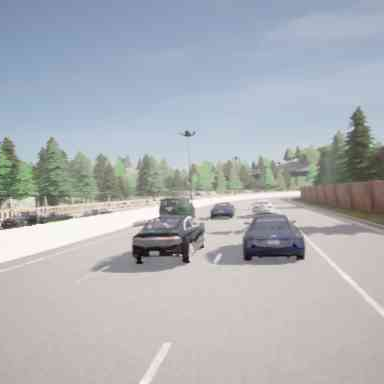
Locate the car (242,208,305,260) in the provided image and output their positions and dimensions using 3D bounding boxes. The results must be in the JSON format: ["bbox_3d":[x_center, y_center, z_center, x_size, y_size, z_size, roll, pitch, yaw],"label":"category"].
[{"bbox_3d":[2.868,1.498,12.111,1.994,1.385,4.181,-3,0,11],"label":"car"}]

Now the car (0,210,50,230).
[{"bbox_3d":[-15.140,2.521,30.238,1.994,1.385,4.181,-3,0,11],"label":"car"}]

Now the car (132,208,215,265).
[{"bbox_3d":[-0.664,1.605,12.285,2.128,1.511,4.902,-3,0,11],"label":"car"}]

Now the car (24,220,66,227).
[{"bbox_3d":[-11.918,2.385,28.523,1.895,1.301,4.718,-3,0,11],"label":"car"}]

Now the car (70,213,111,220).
[{"bbox_3d":[-8.288,2.167,28.867,1.994,1.385,4.181,-3,0,11],"label":"car"}]

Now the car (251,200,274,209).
[{"bbox_3d":[6.314,1.398,29.676,1.812,1.442,4.674,-3,0,11],"label":"car"}]

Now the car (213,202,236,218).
[{"bbox_3d":[2.832,1.615,30.083,1.994,1.385,4.181,-3,0,11],"label":"car"}]

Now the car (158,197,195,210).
[{"bbox_3d":[-1.190,1.462,27.834,2.150,2.045,5.566,-3,0,11],"label":"car"}]
